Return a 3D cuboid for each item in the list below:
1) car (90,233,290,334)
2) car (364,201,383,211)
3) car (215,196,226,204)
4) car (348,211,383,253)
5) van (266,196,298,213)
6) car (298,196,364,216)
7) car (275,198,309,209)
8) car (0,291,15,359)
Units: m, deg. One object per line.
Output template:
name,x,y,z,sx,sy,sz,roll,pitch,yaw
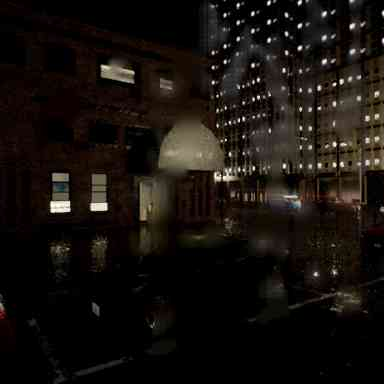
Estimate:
car,0.185,1.565,6.764,4.313,1.339,1.947,0,0,-35
car,20.004,1.492,36.525,2.008,1.369,4.403,0,0,-35
car,4.086,1.431,59.407,1.752,1.417,4.829,0,0,-35
car,8.031,1.541,12.430,4.507,1.381,1.887,0,0,-35
van,9.959,1.321,36.287,1.690,1.788,3.998,0,0,-35
car,13.123,1.303,31.738,2.192,1.841,5.009,0,0,-35
car,13.676,1.508,45.622,1.802,1.307,4.206,0,0,-35
car,-4.282,1.441,3.516,4.097,1.590,1.967,0,0,-35
